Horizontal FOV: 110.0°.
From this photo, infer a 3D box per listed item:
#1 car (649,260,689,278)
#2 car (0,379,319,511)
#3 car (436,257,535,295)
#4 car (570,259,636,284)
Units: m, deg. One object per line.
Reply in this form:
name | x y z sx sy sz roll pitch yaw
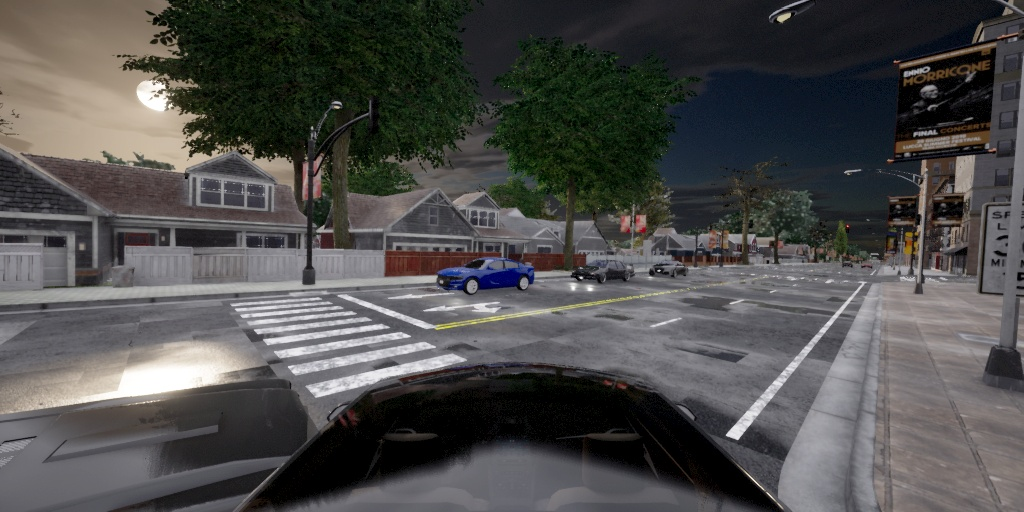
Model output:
car | 13.293 1.018 30.303 4.181 1.385 1.994 0 2 -44
car | -3.311 1.287 1.302 4.718 1.301 1.895 1 2 -34
car | -1.092 0.810 16.484 5.008 1.535 1.882 0 2 -44
car | 6.085 0.939 23.393 5.357 1.411 2.033 0 2 -44
